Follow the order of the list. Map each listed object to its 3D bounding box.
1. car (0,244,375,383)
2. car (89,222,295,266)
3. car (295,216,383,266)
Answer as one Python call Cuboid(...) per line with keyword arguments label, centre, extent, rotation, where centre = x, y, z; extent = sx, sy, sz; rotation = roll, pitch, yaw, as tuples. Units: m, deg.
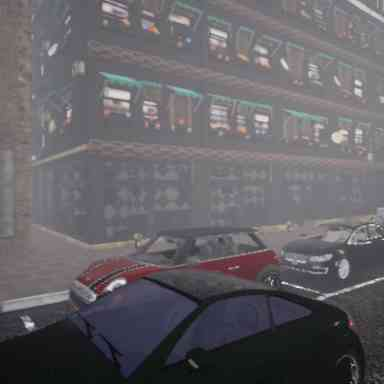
Cuboid(label="car", centre=(-0.140, 1.564, 3.270), extent=(4.181, 1.385, 1.994), rotation=(0, 0, -36))
Cuboid(label="car", centre=(-0.192, 1.440, 6.399), extent=(4.097, 1.590, 1.967), rotation=(0, -1, -36))
Cuboid(label="car", centre=(4.368, 1.551, 9.654), extent=(4.403, 1.369, 2.008), rotation=(0, -1, -36))
